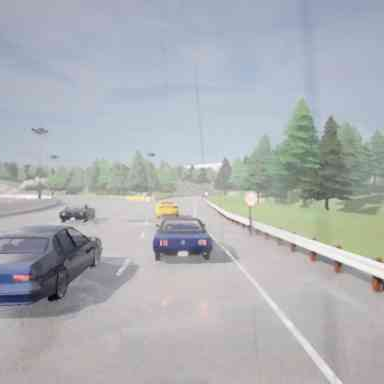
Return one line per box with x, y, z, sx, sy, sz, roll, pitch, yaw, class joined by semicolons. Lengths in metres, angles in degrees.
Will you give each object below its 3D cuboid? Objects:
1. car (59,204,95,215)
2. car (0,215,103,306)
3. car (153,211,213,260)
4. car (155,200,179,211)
-8.760;1.606;25.833;1.895;1.301;4.718;0;0;-8;car
-3.668;1.550;8.245;2.033;1.411;5.357;0;0;-3;car
-0.411;1.600;12.460;1.895;1.301;4.718;0;0;-3;car
-2.325;1.477;30.177;1.882;1.535;5.008;0;0;-8;car
